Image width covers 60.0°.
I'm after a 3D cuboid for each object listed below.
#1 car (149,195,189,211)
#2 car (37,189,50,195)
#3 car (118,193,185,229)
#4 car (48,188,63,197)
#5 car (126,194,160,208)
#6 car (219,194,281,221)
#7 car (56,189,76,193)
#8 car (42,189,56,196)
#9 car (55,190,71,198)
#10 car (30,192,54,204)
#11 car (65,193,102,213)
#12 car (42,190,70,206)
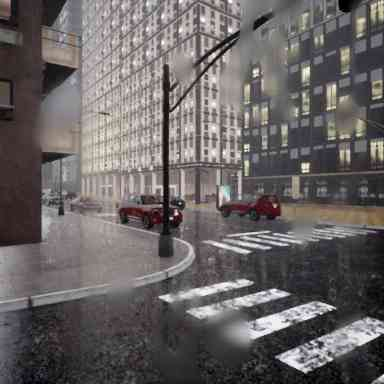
[{"bbox_3d":[-2.342,1.067,33.256,1.947,1.339,4.313,1,0,-36],"label":"car"},{"bbox_3d":[-34.935,-0.014,78.143,1.887,1.381,4.507,1,0,-36],"label":"car"},{"bbox_3d":[-2.562,1.006,19.306,2.192,1.841,5.009,2,0,-36],"label":"car"},{"bbox_3d":[-28.413,0.096,69.165,1.967,1.590,4.097,1,0,-36],"label":"car"},{"bbox_3d":[-5.602,0.963,37.745,1.947,1.339,4.313,1,0,-36],"label":"car"},{"bbox_3d":[4.182,1.024,24.278,2.192,1.841,5.009,1,0,-36],"label":"car"},{"bbox_3d":[-19.516,0.514,52.476,1.837,1.490,4.892,0,1,-36],"label":"car"},{"bbox_3d":[-31.675,0.094,73.654,1.887,1.381,4.507,1,0,-36],"label":"car"},{"bbox_3d":[-25.157,0.307,64.677,1.887,1.381,4.507,1,0,-36],"label":"car"},{"bbox_3d":[-18.862,0.751,41.744,1.802,1.307,4.206,2,0,-36],"label":"car"},{"bbox_3d":[-9.086,1.066,28.282,1.802,1.307,4.206,2,0,-36],"label":"car"},{"bbox_3d":[-15.603,0.825,37.257,2.008,1.369,4.403,2,0,-36],"label":"car"}]
